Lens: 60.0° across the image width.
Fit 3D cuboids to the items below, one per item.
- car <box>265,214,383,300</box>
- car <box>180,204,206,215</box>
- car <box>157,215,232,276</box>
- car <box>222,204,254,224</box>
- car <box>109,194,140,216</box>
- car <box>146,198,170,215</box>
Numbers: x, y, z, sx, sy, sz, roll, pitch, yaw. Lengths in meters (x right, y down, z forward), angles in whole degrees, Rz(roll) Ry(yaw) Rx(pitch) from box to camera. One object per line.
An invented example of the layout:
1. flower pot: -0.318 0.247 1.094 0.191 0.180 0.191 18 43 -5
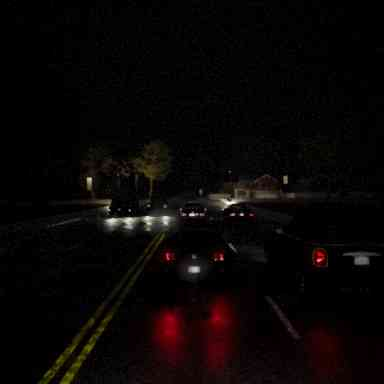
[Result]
1. car: 3.313 1.358 8.589 2.097 1.767 4.553 0 0 0
2. car: 0.083 1.565 24.598 2.033 1.411 5.357 0 0 0
3. car: 0.074 1.608 10.343 1.895 1.301 4.718 0 0 0
4. car: 3.331 1.565 24.611 2.033 1.411 5.357 0 0 0
5. car: -6.584 1.245 32.916 2.150 2.045 5.566 0 0 0
6. car: -3.330 1.374 33.362 2.097 1.767 4.553 0 0 0
